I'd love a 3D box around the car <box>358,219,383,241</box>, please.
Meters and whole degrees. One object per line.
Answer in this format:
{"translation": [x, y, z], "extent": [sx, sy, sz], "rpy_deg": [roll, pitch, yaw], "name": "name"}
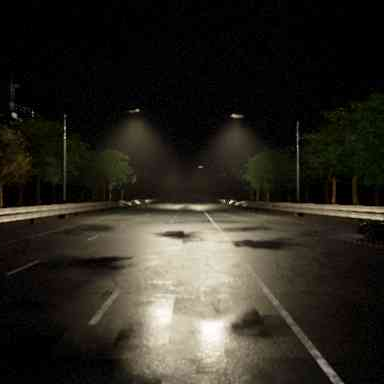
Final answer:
{"translation": [9.456, 1.548, 13.978], "extent": [2.033, 1.411, 5.357], "rpy_deg": [0, -1, -11], "name": "car"}
